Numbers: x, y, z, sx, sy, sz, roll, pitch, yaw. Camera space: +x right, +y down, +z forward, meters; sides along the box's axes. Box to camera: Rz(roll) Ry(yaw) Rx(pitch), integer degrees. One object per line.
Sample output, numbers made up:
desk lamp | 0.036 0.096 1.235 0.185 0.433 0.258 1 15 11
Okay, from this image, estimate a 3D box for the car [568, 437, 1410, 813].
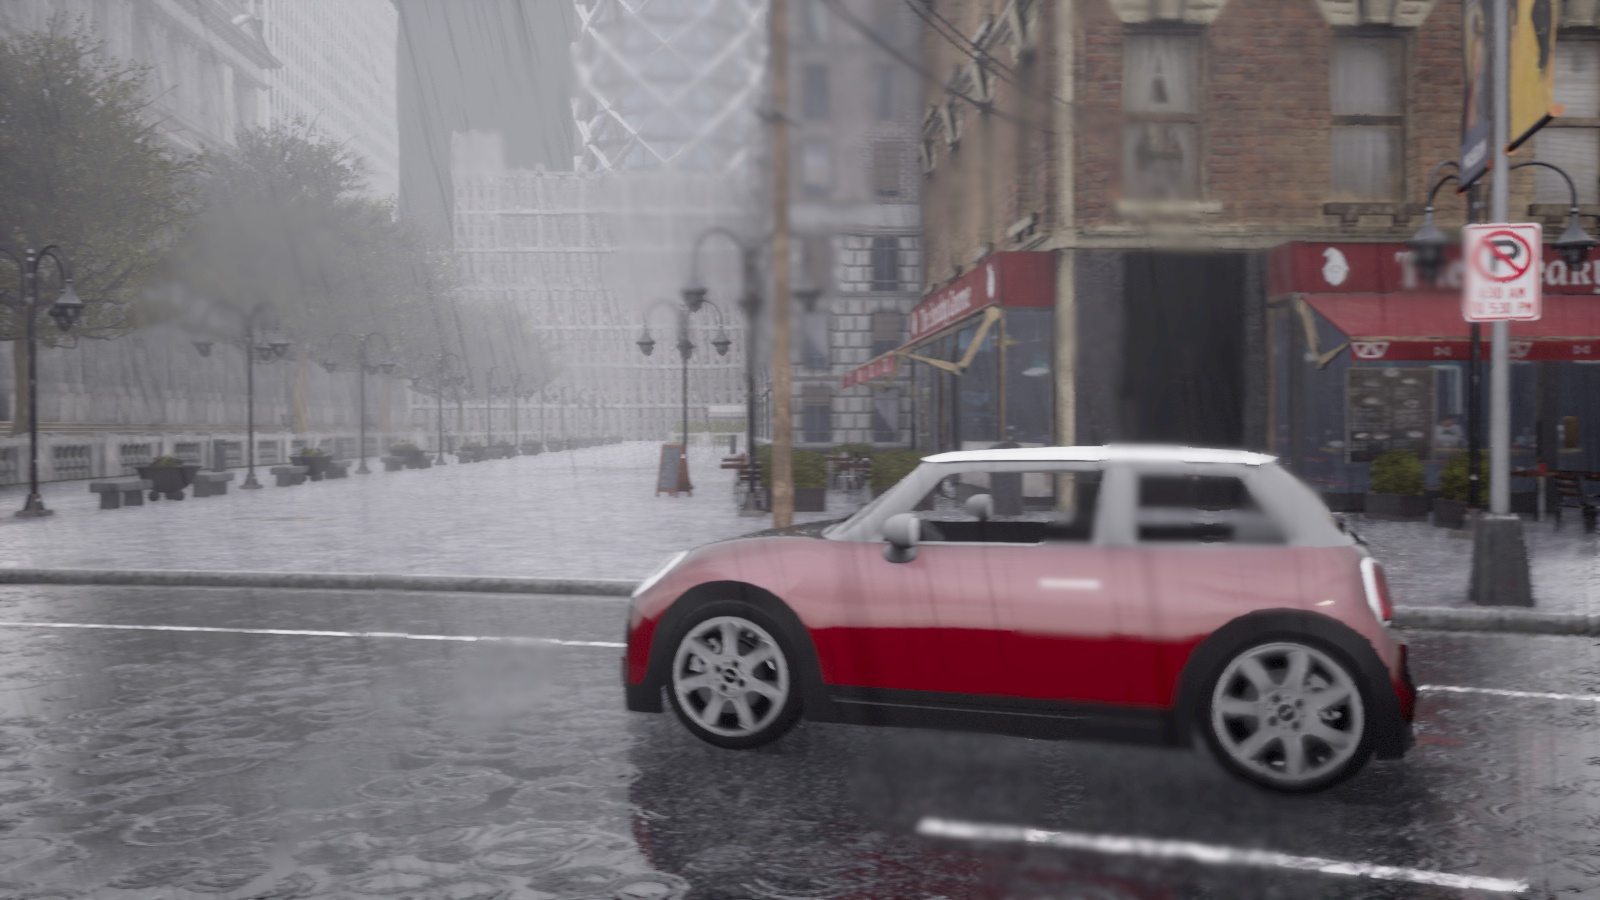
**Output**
car | 0.961 0.684 6.571 3.806 1.475 1.970 1 1 20
